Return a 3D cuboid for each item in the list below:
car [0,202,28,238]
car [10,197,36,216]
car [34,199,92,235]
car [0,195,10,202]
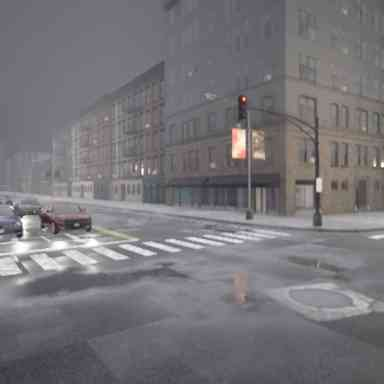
[{"bbox_3d":[-9.618,1.433,16.401,1.812,1.442,4.674,-1,1,-35],"label":"car"},{"bbox_3d":[-13.556,1.283,27.702,1.837,1.490,4.892,-1,2,-35],"label":"car"},{"bbox_3d":[-7.097,1.336,18.430,1.882,1.535,5.008,-1,1,-35],"label":"car"},{"bbox_3d":[-25.573,1.108,45.081,2.128,1.511,4.902,-1,1,-34],"label":"car"}]
